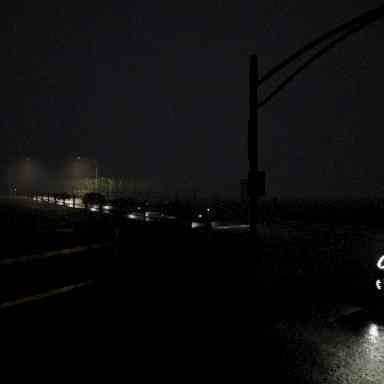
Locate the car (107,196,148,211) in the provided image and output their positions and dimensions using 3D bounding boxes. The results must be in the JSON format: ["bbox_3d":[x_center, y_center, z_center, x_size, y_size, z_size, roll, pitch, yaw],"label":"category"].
[{"bbox_3d":[-5.957,1.077,31.410,1.895,1.301,4.718,0,1,-35],"label":"car"}]

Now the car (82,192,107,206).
[{"bbox_3d":[-11.605,0.802,39.486,1.837,1.490,4.892,0,1,-35],"label":"car"}]

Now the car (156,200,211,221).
[{"bbox_3d":[-0.706,1.242,23.914,1.895,1.301,4.718,0,1,-35],"label":"car"}]

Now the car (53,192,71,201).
[{"bbox_3d":[-20.387,0.694,52.173,1.895,1.301,4.718,0,1,-35],"label":"car"}]

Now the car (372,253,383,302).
[{"bbox_3d":[5.760,1.333,6.927,4.553,1.767,2.097,-1,1,-35],"label":"car"}]
